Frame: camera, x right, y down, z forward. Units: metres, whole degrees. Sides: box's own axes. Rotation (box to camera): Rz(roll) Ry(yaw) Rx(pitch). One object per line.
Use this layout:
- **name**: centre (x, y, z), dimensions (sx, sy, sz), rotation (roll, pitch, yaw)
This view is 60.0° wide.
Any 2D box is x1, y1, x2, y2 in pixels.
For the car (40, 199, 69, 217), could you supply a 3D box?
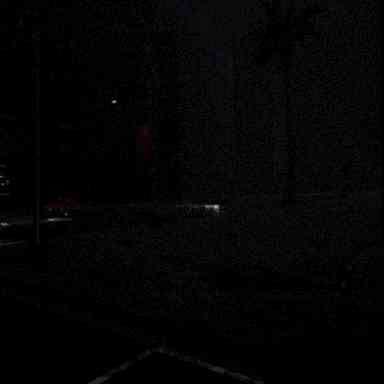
- **car**: centre (-11.739, 1.405, 31.198), dimensions (1.882, 1.535, 5.008), rotation (-1, 1, 35)

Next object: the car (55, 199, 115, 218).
- **car**: centre (-9.130, 1.500, 29.257), dimensions (1.895, 1.301, 4.718), rotation (-1, 1, 35)

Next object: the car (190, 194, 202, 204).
- **car**: centre (1.544, 1.031, 49.957), dimensions (2.128, 1.511, 4.902), rotation (-1, 0, 36)

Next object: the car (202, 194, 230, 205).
- **car**: centre (3.801, 1.045, 47.527), dimensions (1.812, 1.442, 4.674), rotation (-1, 0, 35)
